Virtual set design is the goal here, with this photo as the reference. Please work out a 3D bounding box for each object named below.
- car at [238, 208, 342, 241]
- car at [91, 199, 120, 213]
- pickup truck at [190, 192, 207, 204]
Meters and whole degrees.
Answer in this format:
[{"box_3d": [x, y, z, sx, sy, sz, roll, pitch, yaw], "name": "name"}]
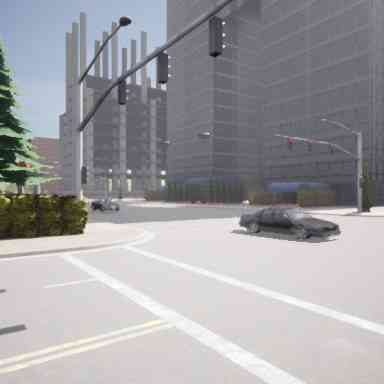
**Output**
[{"box_3d": [4.768, 1.547, 17.140, 2.033, 1.411, 5.357, 0, 0, -36], "name": "car"}, {"box_3d": [-9.658, 1.492, 37.008, 2.128, 1.511, 4.902, 0, 0, -36], "name": "car"}, {"box_3d": [1.138, 1.056, 62.343, 2.390, 2.098, 6.274, 0, 0, -5], "name": "pickup truck"}]
